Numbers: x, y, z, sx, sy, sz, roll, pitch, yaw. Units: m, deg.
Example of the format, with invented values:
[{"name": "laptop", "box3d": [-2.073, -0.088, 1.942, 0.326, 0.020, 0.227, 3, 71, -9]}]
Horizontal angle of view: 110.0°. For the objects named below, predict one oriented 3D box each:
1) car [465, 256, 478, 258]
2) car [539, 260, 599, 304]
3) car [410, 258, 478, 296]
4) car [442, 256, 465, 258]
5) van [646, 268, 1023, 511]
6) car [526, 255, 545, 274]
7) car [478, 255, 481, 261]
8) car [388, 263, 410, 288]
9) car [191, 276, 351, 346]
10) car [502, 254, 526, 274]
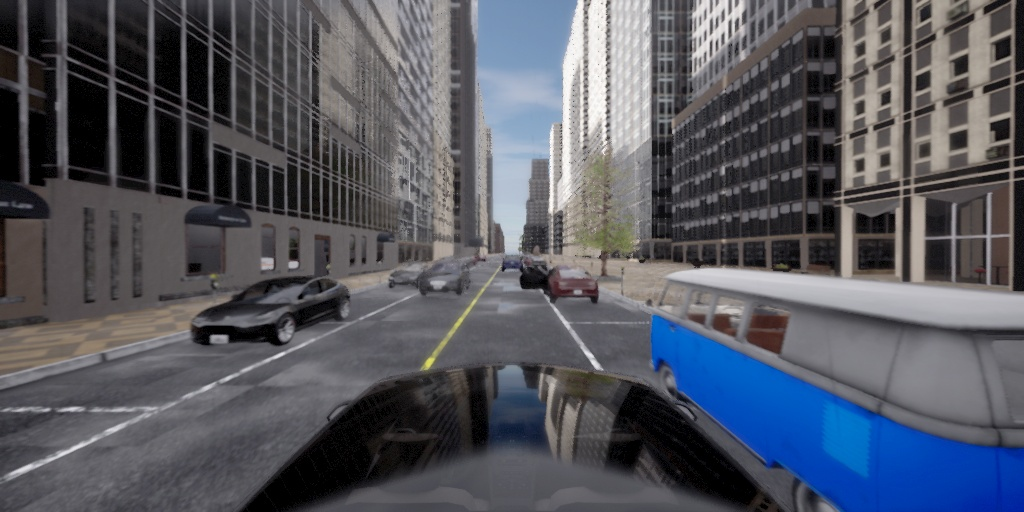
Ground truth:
[{"name": "car", "box3d": [-5.679, 0.721, 43.276, 2.007, 1.370, 4.403, 0, 0, 0]}, {"name": "car", "box3d": [2.356, 1.089, 15.057, 1.812, 1.442, 4.674, 0, 1, 0]}, {"name": "car", "box3d": [-3.093, 1.021, 17.403, 2.128, 1.511, 4.902, 0, 1, 0]}, {"name": "car", "box3d": [-5.681, 0.768, 31.899, 1.967, 1.591, 4.097, 0, 0, 0]}, {"name": "van", "box3d": [2.692, 1.067, 3.433, 1.690, 1.789, 3.998, 0, 0, 0]}, {"name": "car", "box3d": [2.701, 0.800, 37.563, 2.007, 1.370, 4.403, 0, 0, 0]}, {"name": "car", "box3d": [-5.677, 0.637, 48.964, 1.888, 1.381, 4.507, 0, 0, 0]}, {"name": "car", "box3d": [-5.685, 1.037, 20.521, 2.007, 1.370, 4.403, 0, 0, 0]}, {"name": "car", "box3d": [-5.688, 1.212, 9.145, 1.948, 1.339, 4.313, 0, 0, 0]}, {"name": "car", "box3d": [0.047, 0.615, 36.622, 2.097, 1.767, 4.553, 0, 1, 1]}]
